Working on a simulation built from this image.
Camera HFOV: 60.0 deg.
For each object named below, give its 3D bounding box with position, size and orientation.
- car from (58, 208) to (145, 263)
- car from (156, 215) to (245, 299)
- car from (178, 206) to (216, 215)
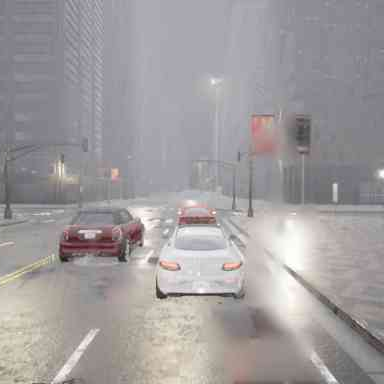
[{"bbox_3d":[-3.044,1.347,12.132,2.097,1.767,4.553,0,0,1],"label":"car"},{"bbox_3d":[0.183,1.524,8.309,1.812,1.442,4.674,0,0,0],"label":"car"},{"bbox_3d":[0.263,1.470,17.638,1.882,1.535,5.008,0,0,0],"label":"car"}]
